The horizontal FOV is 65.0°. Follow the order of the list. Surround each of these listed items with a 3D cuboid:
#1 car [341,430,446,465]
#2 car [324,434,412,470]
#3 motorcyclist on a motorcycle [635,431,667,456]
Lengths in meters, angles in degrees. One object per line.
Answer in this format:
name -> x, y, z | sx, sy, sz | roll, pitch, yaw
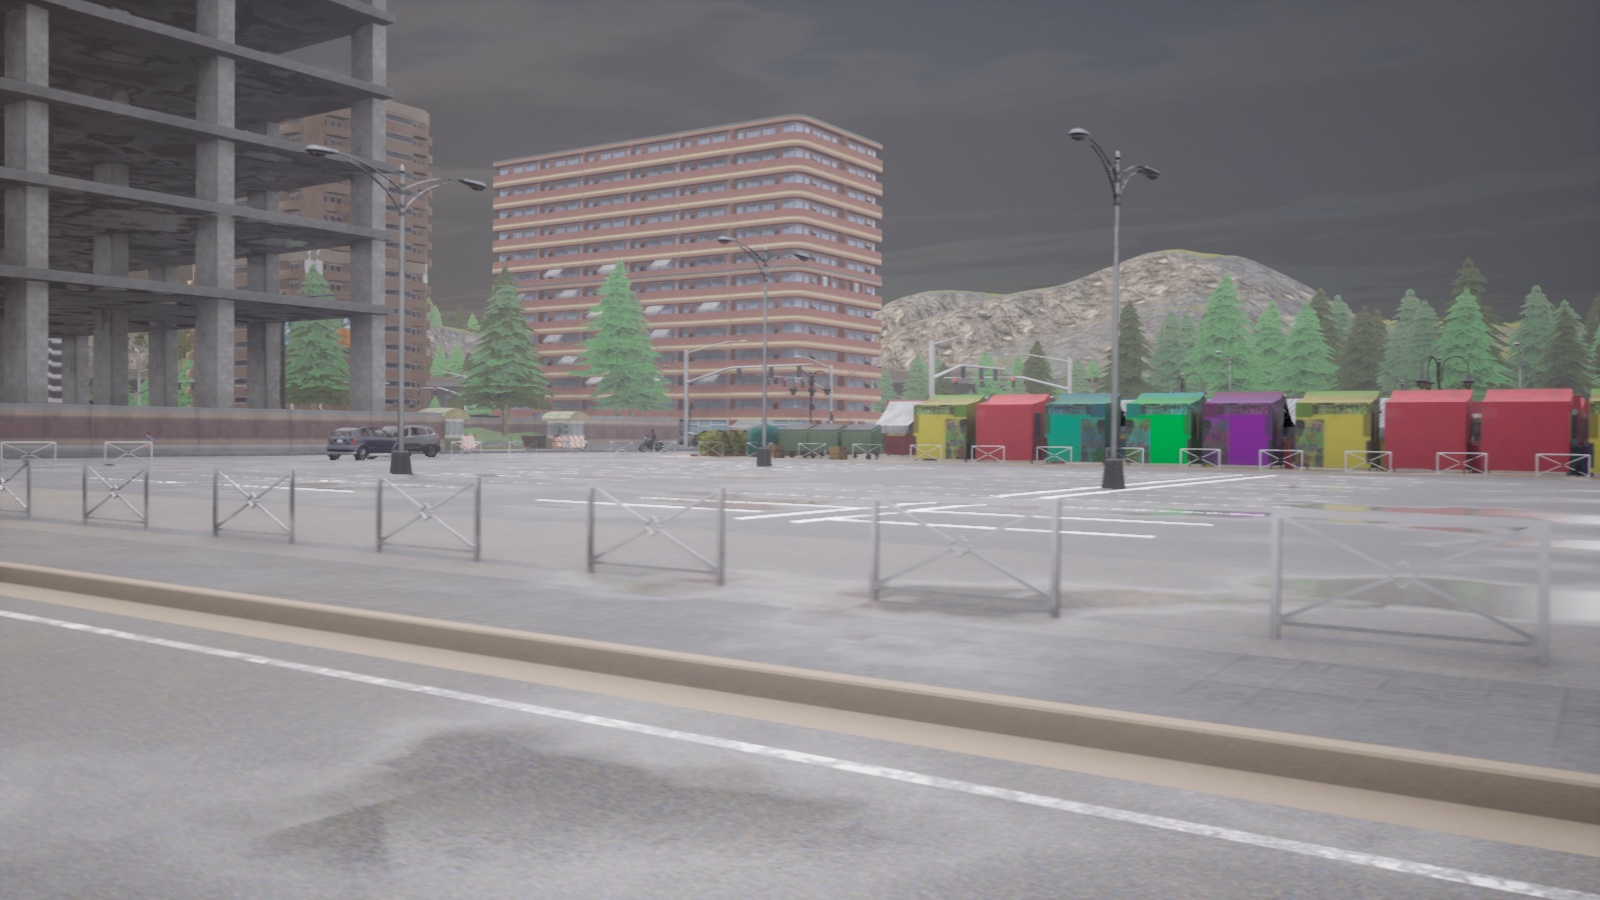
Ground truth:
car -> -20.343, -0.156, 63.028 | 2.242, 1.667, 4.611 | 0, 1, 33
car -> -19.563, 0.054, 57.022 | 1.789, 1.549, 3.705 | 0, 1, 21
motorcyclist on a motorcycle -> -10.081, -0.442, 84.948 | 0.766, 1.649, 2.350 | 0, 1, 33
